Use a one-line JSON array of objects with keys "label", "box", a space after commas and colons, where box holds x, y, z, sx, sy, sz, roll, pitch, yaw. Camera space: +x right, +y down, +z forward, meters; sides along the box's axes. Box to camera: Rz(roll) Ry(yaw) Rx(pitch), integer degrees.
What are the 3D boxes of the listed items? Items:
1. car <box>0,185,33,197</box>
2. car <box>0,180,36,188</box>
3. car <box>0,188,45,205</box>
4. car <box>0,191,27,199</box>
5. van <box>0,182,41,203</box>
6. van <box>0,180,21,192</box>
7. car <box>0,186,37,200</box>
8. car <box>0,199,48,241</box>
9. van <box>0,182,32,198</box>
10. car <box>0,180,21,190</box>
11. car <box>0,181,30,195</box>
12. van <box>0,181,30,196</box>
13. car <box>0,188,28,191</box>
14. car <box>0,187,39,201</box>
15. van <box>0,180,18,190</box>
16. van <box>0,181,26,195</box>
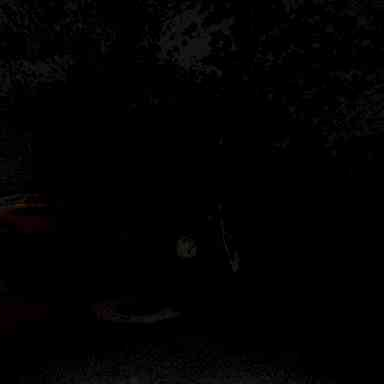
[{"label": "car", "box": [-23.808, -0.136, 43.813, 5.008, 1.535, 2.097, 1, 1, -31]}, {"label": "car", "box": [-15.346, 0.287, 29.522, 5.566, 2.045, 2.435, 1, 2, -31]}, {"label": "car", "box": [-16.811, 0.445, 31.884, 4.792, 1.488, 2.163, 1, 2, -31]}, {"label": "car", "box": [-8.383, 1.019, 17.716, 4.553, 1.767, 2.185, 1, 2, -31]}, {"label": "van", "box": [-18.146, 0.067, 34.441, 4.442, 1.987, 1.878, 1, 2, -31]}, {"label": "van", "box": [-35.022, -1.150, 63.048, 4.442, 1.987, 1.878, 1, 1, -31]}, {"label": "car", "box": [-20.977, 0.099, 39.060, 4.792, 1.488, 2.163, 1, 2, -31]}, {"label": "car", "box": [-7.012, 1.265, 15.316, 5.008, 1.535, 2.097, 1, 2, -31]}, {"label": "van", "box": [-22.484, -0.262, 41.353, 4.442, 1.987, 1.878, 1, 2, -31]}, {"label": "car", "box": [-39.366, -1.472, 70.127, 5.566, 2.045, 2.435, 1, 1, -31]}, {"label": "car", "box": [-28.049, -0.682, 50.943, 5.566, 2.045, 2.435, 1, 1, -31]}, {"label": "van", "box": [-25.112, -0.458, 46.249, 4.442, 1.987, 1.878, 1, 2, -31]}, {"label": "car", "box": [-12.729, 0.776, 24.653, 5.366, 1.575, 1.946, 1, 2, -31]}, {"label": "car", "box": [-19.637, 0.204, 36.788, 4.792, 1.488, 2.163, 1, 2, -31]}, {"label": "van", "box": [-40.649, -1.542, 72.586, 4.442, 1.987, 1.878, 1, 1, -31]}, {"label": "van", "box": [-26.719, -0.560, 48.515, 4.442, 1.987, 1.878, 1, 1, -31]}]
